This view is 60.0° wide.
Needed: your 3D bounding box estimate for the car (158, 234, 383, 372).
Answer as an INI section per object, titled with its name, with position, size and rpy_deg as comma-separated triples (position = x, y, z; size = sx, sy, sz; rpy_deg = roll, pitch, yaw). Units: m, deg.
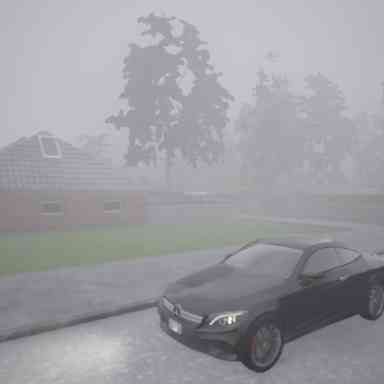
[car]
position = 1.661, 1.518, 5.778
size = 4.674, 1.442, 1.812
rpy_deg = 0, 0, -36
